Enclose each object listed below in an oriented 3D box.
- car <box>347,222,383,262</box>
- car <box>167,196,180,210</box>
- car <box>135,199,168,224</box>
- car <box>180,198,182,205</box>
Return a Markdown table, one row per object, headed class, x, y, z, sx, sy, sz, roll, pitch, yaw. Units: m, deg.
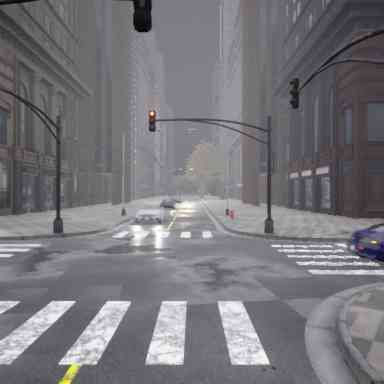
| class | x | y | z | sx | sy | sz | roll | pitch | yaw |
| --- | --- | --- | --- | --- | --- | --- | --- | --- | --- |
| car | 7.233 | 1.545 | 10.069 | 4.674 | 1.442 | 1.812 | 0 | 0 | 5 |
| car | -3.029 | 1.556 | 42.480 | 2.033 | 1.411 | 5.357 | 0 | 0 | 0 |
| car | -3.059 | 1.525 | 24.872 | 1.812 | 1.442 | 4.674 | 0 | 0 | 0 |
| car | -2.902 | 1.512 | 59.850 | 1.882 | 1.535 | 5.008 | 0 | 0 | 0 |
